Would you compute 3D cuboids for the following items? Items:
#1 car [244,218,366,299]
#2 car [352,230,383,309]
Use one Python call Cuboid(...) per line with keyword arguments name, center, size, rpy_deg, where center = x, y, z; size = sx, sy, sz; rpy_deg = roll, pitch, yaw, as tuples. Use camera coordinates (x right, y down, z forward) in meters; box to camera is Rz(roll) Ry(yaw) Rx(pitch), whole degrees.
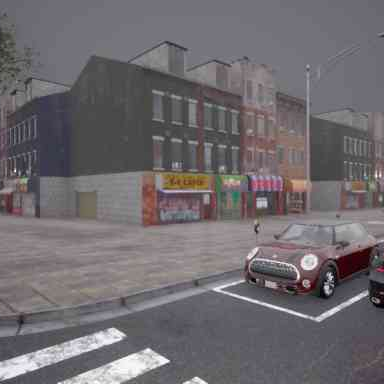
Cuboid(name="car", center=(3.130, 1.442, 8.428), size=(4.097, 1.590, 1.967), rpy_deg=(0, 0, -43))
Cuboid(name="car", center=(5.265, 1.501, 6.801), size=(4.892, 1.490, 1.837), rpy_deg=(0, 0, -43))
